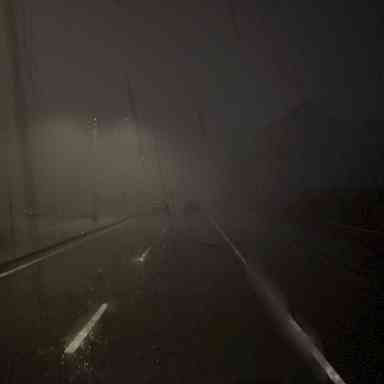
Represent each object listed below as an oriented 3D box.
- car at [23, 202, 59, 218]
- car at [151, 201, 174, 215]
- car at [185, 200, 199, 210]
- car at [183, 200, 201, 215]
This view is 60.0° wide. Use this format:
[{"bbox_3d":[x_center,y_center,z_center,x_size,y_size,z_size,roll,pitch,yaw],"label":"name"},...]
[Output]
[{"bbox_3d":[-15.071,1.764,33.597,1.812,1.442,4.674,0,0,0],"label":"car"},{"bbox_3d":[-3.494,1.760,37.913,2.128,1.511,4.902,0,0,0],"label":"car"},{"bbox_3d":[0.012,1.910,49.016,1.994,1.385,4.181,0,0,0],"label":"car"},{"bbox_3d":[0.006,1.746,37.912,1.882,1.535,5.008,0,0,0],"label":"car"}]
